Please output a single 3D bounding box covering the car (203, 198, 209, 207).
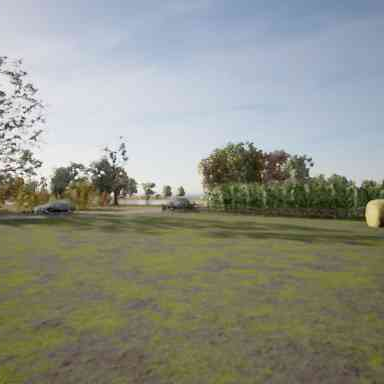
[{"bbox_3d":[4.264,2.109,64.134,2.150,2.045,5.566,-1,-2,35],"label":"car"}]

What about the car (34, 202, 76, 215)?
[{"bbox_3d":[-16.357,1.949,39.762,2.128,1.511,4.902,-1,-2,35],"label":"car"}]

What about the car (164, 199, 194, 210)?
[{"bbox_3d":[-1.696,2.275,55.566,2.033,1.411,5.357,-1,-2,36],"label":"car"}]
